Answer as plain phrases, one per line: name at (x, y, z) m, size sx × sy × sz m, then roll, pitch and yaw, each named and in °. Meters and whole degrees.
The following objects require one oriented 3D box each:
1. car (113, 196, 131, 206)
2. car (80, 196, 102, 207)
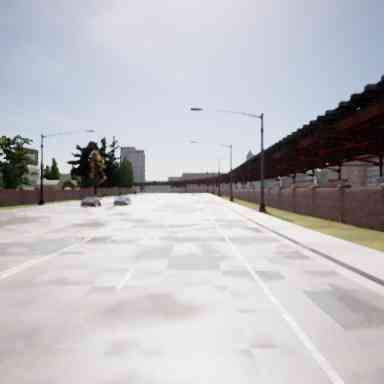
car at (-10.566, 1.312, 50.731) m, size 2.033 × 1.411 × 5.357 m, roll 0°, pitch 1°, yaw 0°
car at (-14.103, 1.348, 46.590) m, size 1.812 × 1.442 × 4.674 m, roll 0°, pitch 1°, yaw 0°
